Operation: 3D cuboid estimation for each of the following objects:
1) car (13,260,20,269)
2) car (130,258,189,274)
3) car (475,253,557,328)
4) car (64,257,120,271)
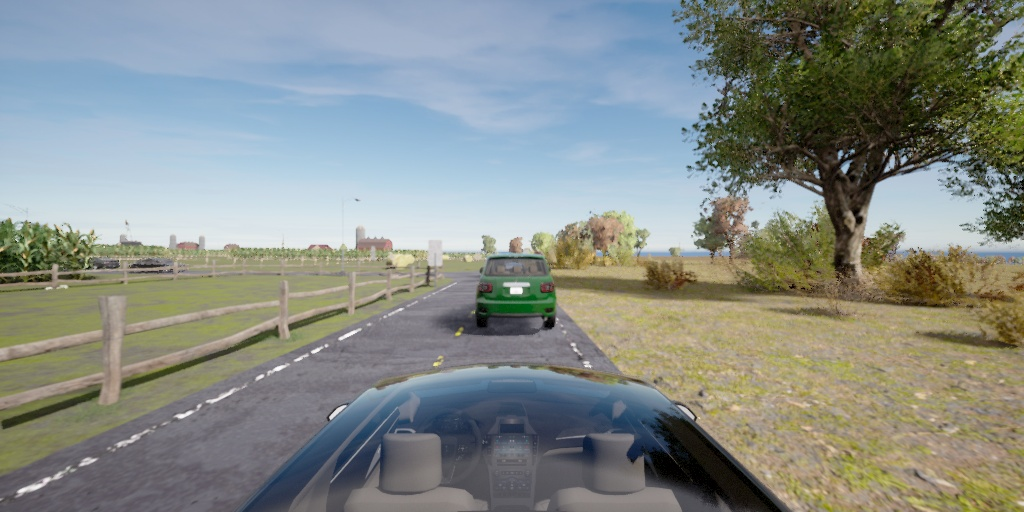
[{"bbox_3d":[-51.845,0.636,36.746,4.718,1.301,1.895,0,1,-1],"label":"car"},{"bbox_3d":[-36.109,1.007,36.800,4.892,1.490,1.837,1,1,0],"label":"car"},{"bbox_3d":[0.108,0.958,11.419,2.150,2.045,5.566,0,0,0],"label":"car"},{"bbox_3d":[-46.365,0.888,39.593,4.902,1.511,2.128,0,1,0],"label":"car"}]
